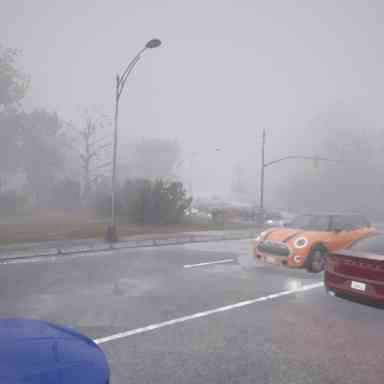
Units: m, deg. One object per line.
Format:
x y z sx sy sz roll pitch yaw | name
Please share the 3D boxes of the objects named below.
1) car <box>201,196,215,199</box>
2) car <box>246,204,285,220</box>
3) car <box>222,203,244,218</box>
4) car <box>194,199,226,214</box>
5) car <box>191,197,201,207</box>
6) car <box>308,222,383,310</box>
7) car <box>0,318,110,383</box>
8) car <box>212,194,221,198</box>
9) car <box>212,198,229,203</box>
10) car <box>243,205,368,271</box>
1.916 1.730 56.505 1.837 1.490 4.892 2 2 -12 | car
8.107 2.215 37.267 1.837 1.490 4.892 3 -1 -21 | car
5.418 2.170 34.592 1.895 1.301 4.718 3 -1 -23 | car
2.260 2.035 42.791 1.994 1.385 4.181 3 0 -19 | car
-0.651 1.703 52.351 2.128 1.511 4.902 2 1 -15 | car
4.969 1.555 7.324 5.008 1.535 1.882 1 -1 -35 | car
-2.889 1.478 1.681 5.008 1.535 1.882 0 0 -36 | car
5.863 1.106 79.152 2.033 1.411 5.357 2 2 -1 | car
4.631 2.104 46.478 2.033 1.411 5.357 3 1 -18 | car
4.220 1.458 11.050 4.553 1.767 2.097 1 -1 -33 | car
